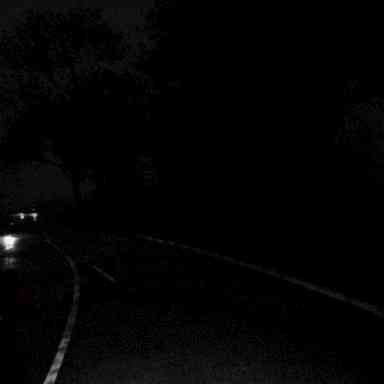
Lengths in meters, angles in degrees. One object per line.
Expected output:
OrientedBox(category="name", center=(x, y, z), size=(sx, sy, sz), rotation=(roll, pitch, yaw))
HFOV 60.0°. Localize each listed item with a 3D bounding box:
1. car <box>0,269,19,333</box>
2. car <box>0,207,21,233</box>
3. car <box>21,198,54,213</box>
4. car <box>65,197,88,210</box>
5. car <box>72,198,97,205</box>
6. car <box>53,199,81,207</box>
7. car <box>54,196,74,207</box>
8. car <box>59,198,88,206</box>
OrientedBox(category="car", center=(-3.683, 1.654, 3.794), size=(1.895, 1.301, 4.718), rotation=(-1, 0, -11))
OrientedBox(category="car", center=(-12.190, 1.747, 20.449), size=(2.033, 1.411, 5.357), rotation=(-1, 0, -35))
OrientedBox(category="car", center=(-20.539, 1.801, 43.740), size=(2.097, 1.767, 4.553), rotation=(-1, 0, 3))
OrientedBox(category="car", center=(-16.822, 1.920, 50.141), size=(1.812, 1.442, 4.674), rotation=(-1, 0, 4))
OrientedBox(category="car", center=(-23.156, 2.037, 71.597), size=(4.674, 1.452, 2.002), rotation=(-1, 0, 4))
OrientedBox(category="car", center=(-23.712, 2.053, 63.137), size=(4.674, 1.452, 2.002), rotation=(-1, 0, 4))
OrientedBox(category="car", center=(-23.928, 1.766, 60.320), size=(5.566, 2.045, 2.435), rotation=(-1, 0, 4))
OrientedBox(category="car", center=(-23.530, 2.009, 65.959), size=(5.008, 1.535, 2.097), rotation=(-1, 0, 4))
